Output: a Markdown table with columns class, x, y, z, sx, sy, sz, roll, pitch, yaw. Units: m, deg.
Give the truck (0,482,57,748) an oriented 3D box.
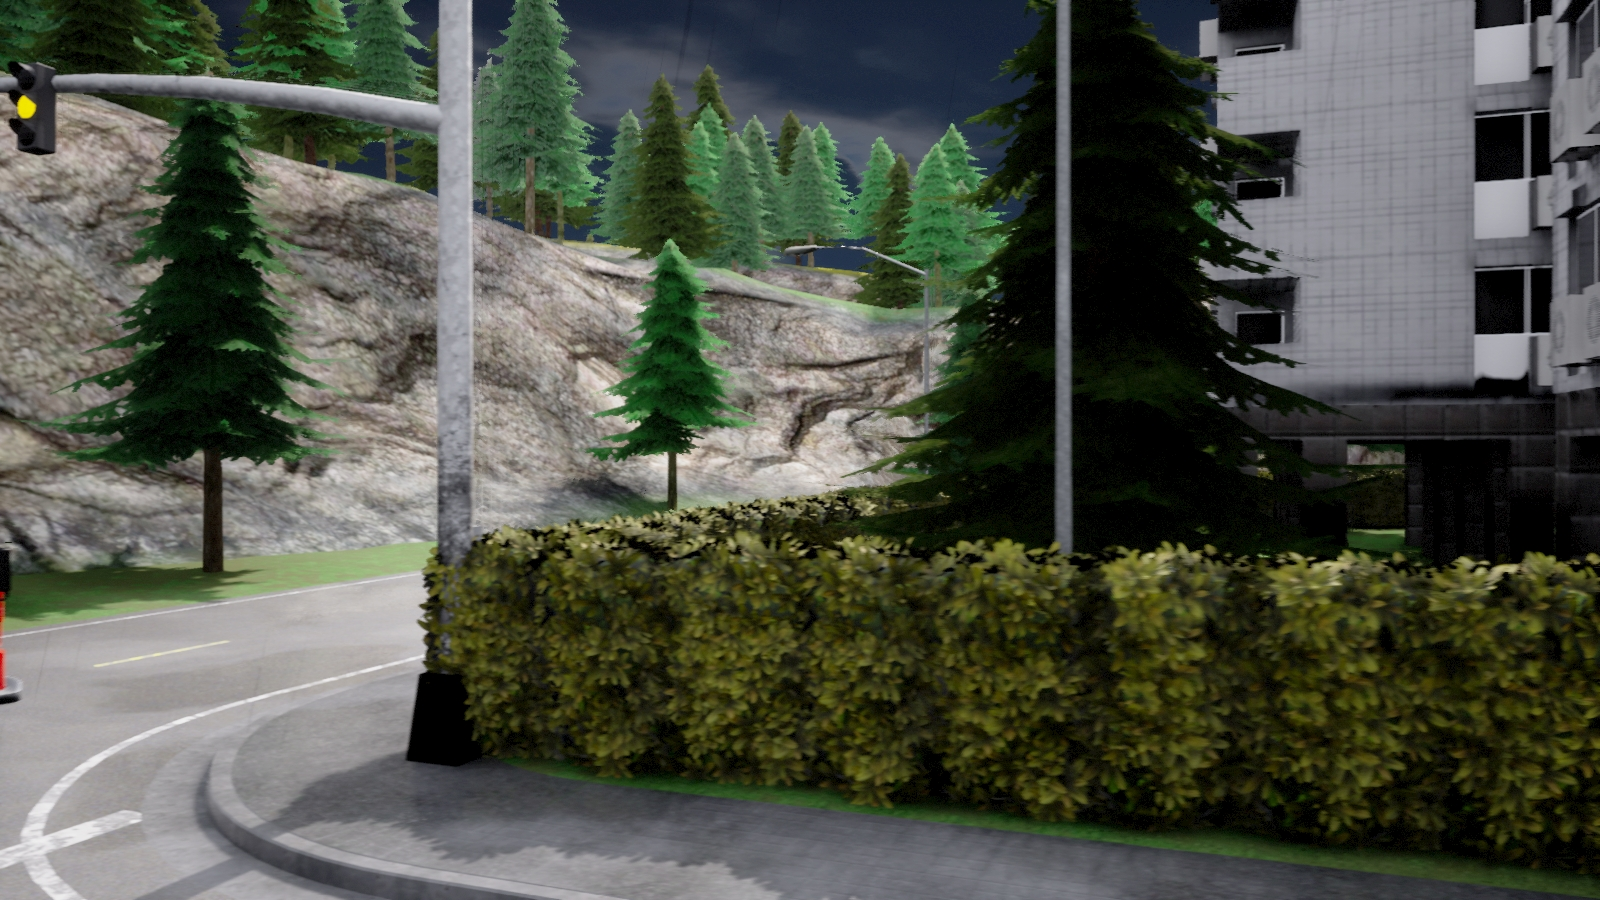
| class | x | y | z | sx | sy | sz | roll | pitch | yaw |
| --- | --- | --- | --- | --- | --- | --- | --- | --- | --- |
| truck | -9.438 | 1.553 | 9.226 | 2.627 | 2.467 | 5.204 | 0 | 0 | 21 |
